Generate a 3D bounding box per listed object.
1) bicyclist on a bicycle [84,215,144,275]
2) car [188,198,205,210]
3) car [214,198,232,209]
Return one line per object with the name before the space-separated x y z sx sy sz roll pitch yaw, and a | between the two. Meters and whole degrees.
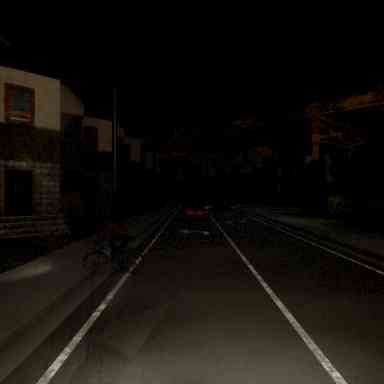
bicyclist on a bicycle | -2.132 1.455 9.004 1.656 1.620 0.582 -2 0 0
car | 0.657 1.491 42.271 2.128 1.511 4.902 0 0 5
car | 4.145 1.547 44.434 2.033 1.411 5.357 0 0 11
